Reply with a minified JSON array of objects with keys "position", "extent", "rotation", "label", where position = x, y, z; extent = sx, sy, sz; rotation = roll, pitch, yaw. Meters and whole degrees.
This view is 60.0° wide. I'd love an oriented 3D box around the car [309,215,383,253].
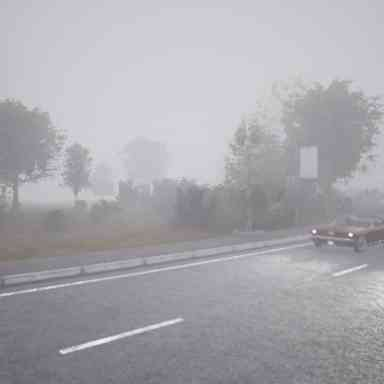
[{"position":[7.017,1.675,14.325],"extent":[4.718,1.301,1.895],"rotation":[0,0,-42],"label":"car"}]
